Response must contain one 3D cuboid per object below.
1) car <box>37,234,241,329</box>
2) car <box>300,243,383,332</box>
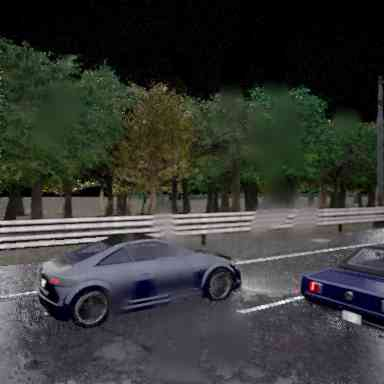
[{"bbox_3d":[-0.988,1.608,7.058,4.181,1.385,1.994,0,0,-33],"label":"car"},{"bbox_3d":[4.325,1.654,6.309,4.718,1.301,1.895,0,0,-33],"label":"car"}]
